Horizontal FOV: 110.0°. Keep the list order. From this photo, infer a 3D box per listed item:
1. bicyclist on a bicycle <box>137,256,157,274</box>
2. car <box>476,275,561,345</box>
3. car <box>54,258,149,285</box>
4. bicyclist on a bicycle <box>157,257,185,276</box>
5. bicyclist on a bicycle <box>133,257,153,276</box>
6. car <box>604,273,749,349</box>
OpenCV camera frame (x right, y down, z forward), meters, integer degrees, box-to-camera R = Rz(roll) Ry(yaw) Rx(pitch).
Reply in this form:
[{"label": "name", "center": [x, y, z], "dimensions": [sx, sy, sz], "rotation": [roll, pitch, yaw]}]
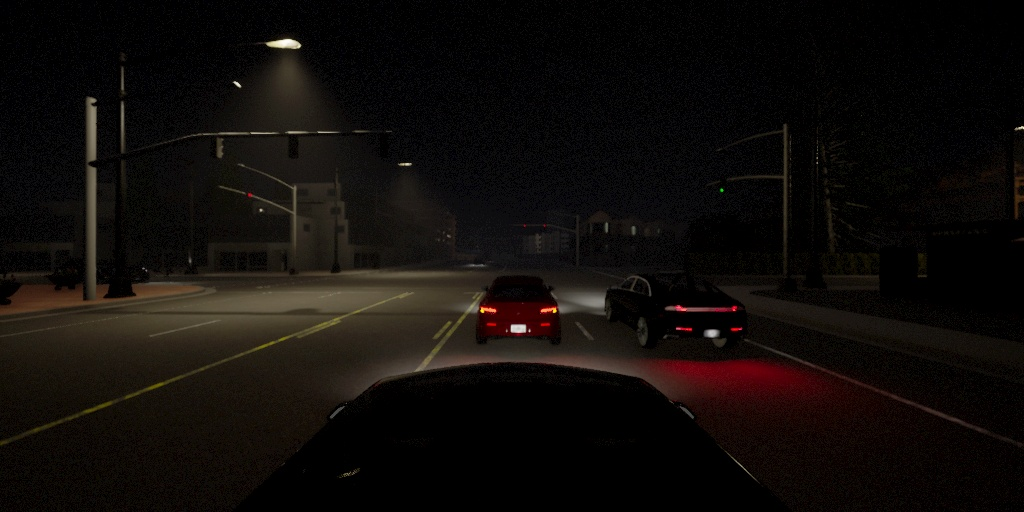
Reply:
[{"label": "bicyclist on a bicycle", "center": [-31.231, 0.808, 31.269], "dimensions": [1.656, 1.620, 0.582], "rotation": [20, 6, -27]}, {"label": "car", "center": [0.163, 1.199, 9.144], "dimensions": [1.812, 1.442, 4.674], "rotation": [0, 1, 1]}, {"label": "car", "center": [-26.526, 0.919, 23.304], "dimensions": [4.553, 1.767, 2.097], "rotation": [0, 0, 1]}, {"label": "bicyclist on a bicycle", "center": [-29.295, 0.878, 31.021], "dimensions": [1.656, 1.620, 0.582], "rotation": [0, 0, -22]}, {"label": "bicyclist on a bicycle", "center": [-32.659, 0.884, 31.738], "dimensions": [1.656, 1.620, 0.582], "rotation": [1, 1, 19]}, {"label": "car", "center": [3.654, 1.164, 8.899], "dimensions": [2.128, 1.511, 4.902], "rotation": [0, 1, 1]}]
